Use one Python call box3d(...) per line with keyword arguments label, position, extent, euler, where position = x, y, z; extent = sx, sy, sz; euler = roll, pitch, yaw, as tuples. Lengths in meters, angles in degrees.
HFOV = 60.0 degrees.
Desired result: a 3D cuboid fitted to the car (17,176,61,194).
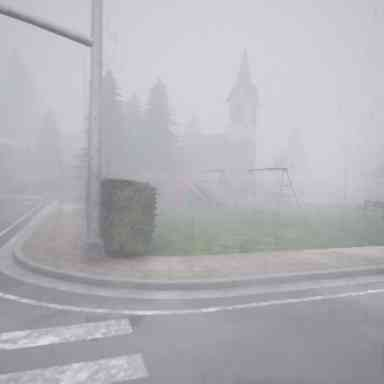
box3d(label="car", position=(-17.422, -0.847, 38.158), extent=(2.150, 2.045, 5.566), euler=(2, 3, 12))
